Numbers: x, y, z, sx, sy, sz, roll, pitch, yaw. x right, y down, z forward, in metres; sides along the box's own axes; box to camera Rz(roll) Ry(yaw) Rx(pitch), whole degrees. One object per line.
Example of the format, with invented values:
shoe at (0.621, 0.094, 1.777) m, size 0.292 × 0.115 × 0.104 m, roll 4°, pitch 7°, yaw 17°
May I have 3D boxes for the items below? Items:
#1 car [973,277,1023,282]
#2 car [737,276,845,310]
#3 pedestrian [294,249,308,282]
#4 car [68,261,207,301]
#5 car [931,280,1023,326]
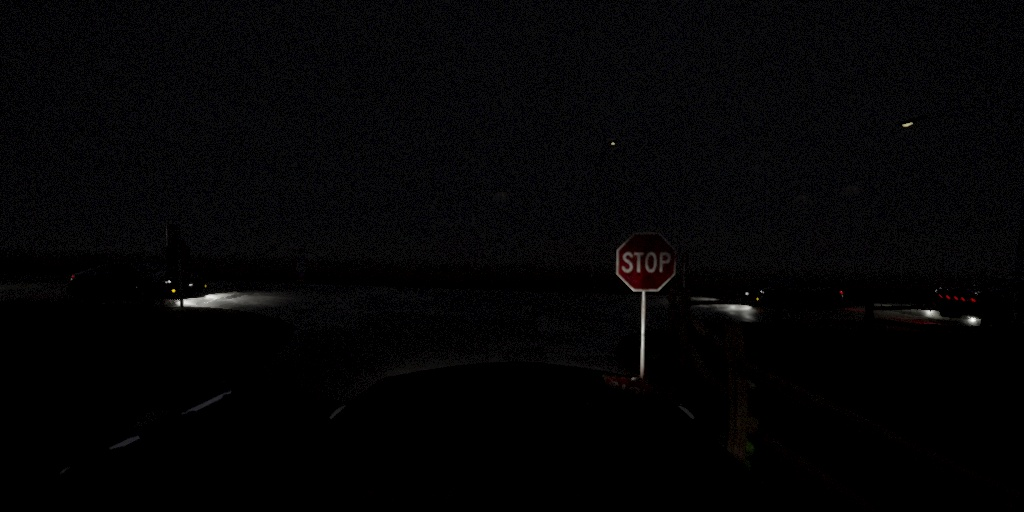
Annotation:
car at (23.169, 1.780, 17.094) m, size 4.553 × 1.767 × 2.097 m, roll 2°, pitch 3°, yaw 0°
car at (13.230, 1.683, 17.155) m, size 4.181 × 1.385 × 1.994 m, roll 2°, pitch 3°, yaw 0°
pedestrian at (-11.997, 0.519, 20.352) m, size 0.375 × 1.860 × 0.375 m, roll 0°, pitch 1°, yaw 0°
car at (-14.920, 0.915, 14.434) m, size 4.181 × 1.385 × 1.994 m, roll 2°, pitch 3°, yaw 0°
car at (19.788, 1.955, 14.194) m, size 4.902 × 1.511 × 2.128 m, roll 2°, pitch 3°, yaw 1°
